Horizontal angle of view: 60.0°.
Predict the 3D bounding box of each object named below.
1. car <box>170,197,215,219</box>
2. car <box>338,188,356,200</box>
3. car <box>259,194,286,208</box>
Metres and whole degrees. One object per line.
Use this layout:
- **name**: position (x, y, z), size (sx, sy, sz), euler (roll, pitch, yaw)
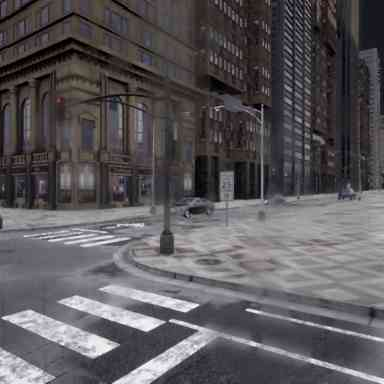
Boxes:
- **car**: position (-0.097, 1.177, 25.514), size (2.128, 1.511, 4.902), euler (0, 1, 36)
- **car**: position (27.002, 0.359, 57.879), size (2.150, 2.045, 5.566), euler (0, 1, 36)
- **car**: position (9.451, 0.957, 38.839), size (2.128, 1.511, 4.902), euler (0, 1, 36)
